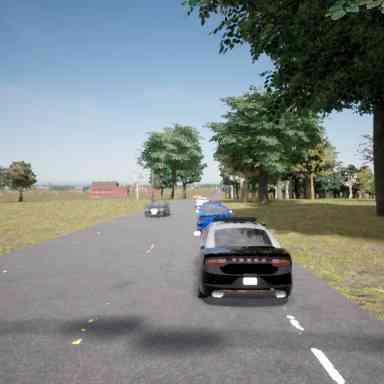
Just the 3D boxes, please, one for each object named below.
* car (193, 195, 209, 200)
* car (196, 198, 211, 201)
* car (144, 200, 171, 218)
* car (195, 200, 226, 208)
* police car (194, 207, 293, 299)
[{"bbox_3d":[1.450,1.460,46.215,1.812,1.442,4.674,0,0,4],"label":"car"},{"bbox_3d":[1.419,1.476,24.465,1.837,1.490,4.892,0,0,2],"label":"car"},{"bbox_3d":[-3.019,1.450,29.852,2.128,1.511,4.902,0,0,2],"label":"car"},{"bbox_3d":[1.253,1.457,18.491,1.882,1.535,5.008,0,0,1],"label":"car"},{"bbox_3d":[1.085,1.418,8.639,1.930,1.638,5.238,0,0,1],"label":"police car"}]
